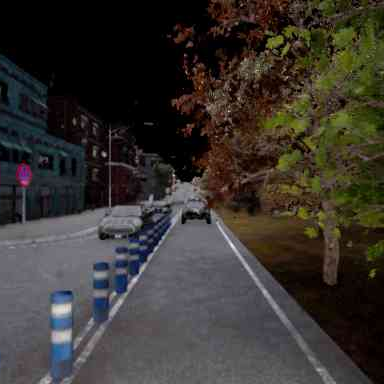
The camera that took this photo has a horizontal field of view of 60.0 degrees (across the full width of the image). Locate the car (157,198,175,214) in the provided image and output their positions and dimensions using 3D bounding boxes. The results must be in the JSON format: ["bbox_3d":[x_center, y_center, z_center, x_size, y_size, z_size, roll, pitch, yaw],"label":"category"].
[{"bbox_3d":[-3.017,1.563,32.365,1.994,1.385,4.181,0,0,1],"label":"car"}]

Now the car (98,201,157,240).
[{"bbox_3d":[-3.240,1.372,16.993,2.097,1.767,4.553,0,0,1],"label":"car"}]

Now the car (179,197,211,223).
[{"bbox_3d":[0.318,1.364,25.735,2.097,1.767,4.553,0,0,1],"label":"car"}]

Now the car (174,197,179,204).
[{"bbox_3d":[-2.437,1.541,56.576,1.895,1.301,4.718,0,0,2],"label":"car"}]

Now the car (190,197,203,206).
[{"bbox_3d":[0.787,1.495,54.362,2.033,1.411,5.357,0,0,1],"label":"car"}]
